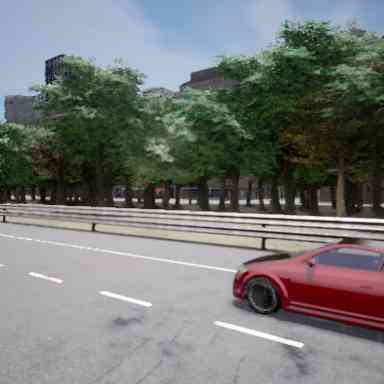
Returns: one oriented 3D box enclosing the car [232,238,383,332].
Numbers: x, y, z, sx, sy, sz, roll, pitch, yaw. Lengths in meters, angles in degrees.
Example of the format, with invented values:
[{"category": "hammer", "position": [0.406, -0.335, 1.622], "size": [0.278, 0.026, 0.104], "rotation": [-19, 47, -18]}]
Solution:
[{"category": "car", "position": [2.860, 1.566, 6.130], "size": [4.181, 1.385, 1.994], "rotation": [0, 0, 35]}]
